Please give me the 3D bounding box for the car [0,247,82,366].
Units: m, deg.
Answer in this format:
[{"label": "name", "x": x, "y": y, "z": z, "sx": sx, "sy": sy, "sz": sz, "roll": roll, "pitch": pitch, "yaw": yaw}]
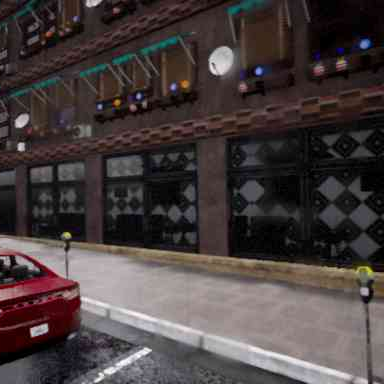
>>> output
[{"label": "car", "x": -3.673, "y": 1.559, "z": 5.366, "sx": 4.507, "sy": 1.381, "sz": 1.887, "roll": 0, "pitch": -1, "yaw": 36}]
